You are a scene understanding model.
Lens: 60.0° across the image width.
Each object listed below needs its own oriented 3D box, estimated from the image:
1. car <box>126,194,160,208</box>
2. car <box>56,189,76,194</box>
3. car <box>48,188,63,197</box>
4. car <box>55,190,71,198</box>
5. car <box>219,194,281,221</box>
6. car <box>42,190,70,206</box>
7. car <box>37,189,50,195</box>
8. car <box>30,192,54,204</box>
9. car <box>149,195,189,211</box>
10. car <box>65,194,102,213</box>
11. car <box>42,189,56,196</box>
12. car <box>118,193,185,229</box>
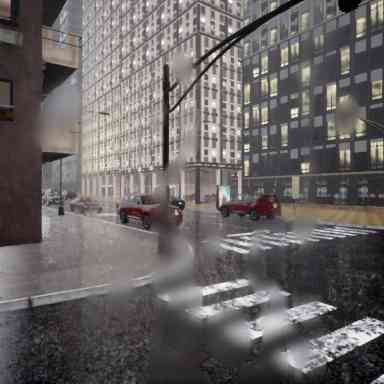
[{"bbox_3d":[-5.602,0.965,37.745,1.947,1.339,4.313,1,0,-36],"label":"car"},{"bbox_3d":[-19.516,0.516,52.476,1.837,1.490,4.892,0,1,-36],"label":"car"},{"bbox_3d":[-28.413,0.098,69.165,1.967,1.590,4.097,1,0,-36],"label":"car"},{"bbox_3d":[-25.157,0.309,64.677,1.887,1.381,4.507,1,0,-36],"label":"car"},{"bbox_3d":[4.182,1.027,24.278,2.192,1.841,5.009,1,0,-36],"label":"car"},{"bbox_3d":[-15.603,0.826,37.257,2.008,1.369,4.403,2,0,-36],"label":"car"},{"bbox_3d":[-34.935,-0.011,78.143,1.887,1.381,4.507,1,0,-36],"label":"car"},{"bbox_3d":[-18.862,0.752,41.744,1.802,1.307,4.206,2,0,-36],"label":"car"},{"bbox_3d":[-2.342,1.070,33.256,1.947,1.339,4.313,1,0,-36],"label":"car"},{"bbox_3d":[-9.086,1.067,28.282,1.802,1.307,4.206,2,0,-36],"label":"car"},{"bbox_3d":[-31.675,0.096,73.654,1.887,1.381,4.507,1,0,-36],"label":"car"},{"bbox_3d":[-2.562,1.008,19.306,2.192,1.841,5.009,2,0,-36],"label":"car"}]
